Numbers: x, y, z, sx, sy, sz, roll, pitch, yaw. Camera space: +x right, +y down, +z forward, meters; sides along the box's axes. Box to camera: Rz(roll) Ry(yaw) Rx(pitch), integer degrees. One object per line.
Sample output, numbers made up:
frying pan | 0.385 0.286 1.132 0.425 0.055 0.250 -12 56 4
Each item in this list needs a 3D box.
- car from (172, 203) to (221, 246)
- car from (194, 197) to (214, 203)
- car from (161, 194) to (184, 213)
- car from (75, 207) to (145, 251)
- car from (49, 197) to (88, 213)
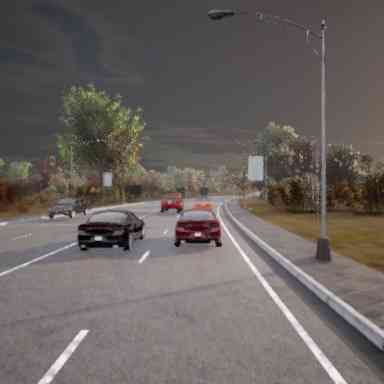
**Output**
car | 0.290 1.484 15.274 1.882 1.535 5.008 0 0 1
car | 1.326 1.369 37.368 2.097 1.767 4.553 0 0 4
car | -2.161 1.235 38.001 2.150 2.045 5.566 0 0 4
car | -3.235 1.480 14.170 1.882 1.535 5.008 0 0 1
car | -9.917 1.219 27.058 1.837 1.490 4.892 0 0 3
